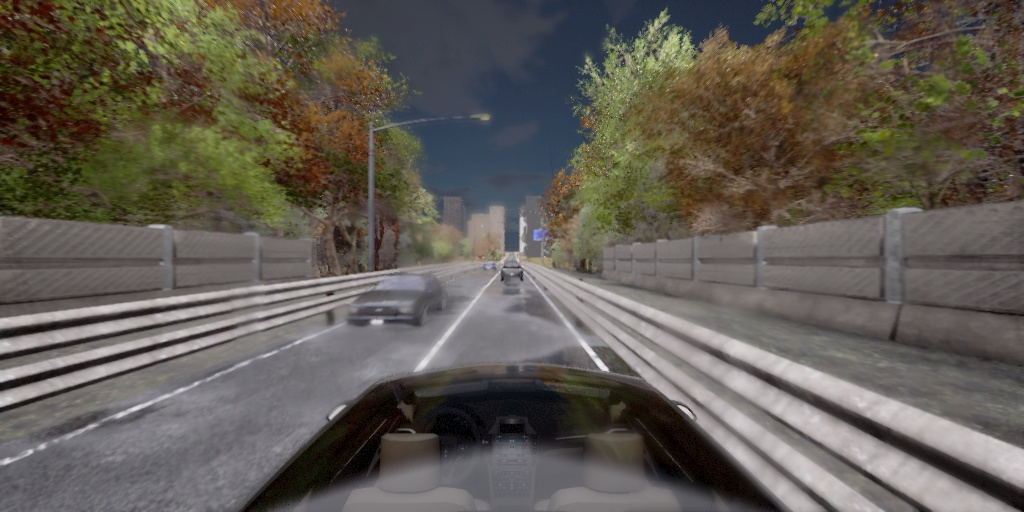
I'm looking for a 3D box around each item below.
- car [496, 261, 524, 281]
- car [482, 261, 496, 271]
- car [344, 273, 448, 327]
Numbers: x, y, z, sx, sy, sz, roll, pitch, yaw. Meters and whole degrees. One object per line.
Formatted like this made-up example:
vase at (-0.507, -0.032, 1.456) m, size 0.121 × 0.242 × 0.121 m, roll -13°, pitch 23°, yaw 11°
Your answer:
car at (0.008, 1.232, 29.878) m, size 2.128 × 1.511 × 4.902 m, roll 0°, pitch 0°, yaw 0°
car at (-3.297, 1.470, 53.065) m, size 1.812 × 1.442 × 4.674 m, roll 0°, pitch -1°, yaw 1°
car at (-3.347, 1.264, 11.604) m, size 2.033 × 1.411 × 5.357 m, roll 0°, pitch 0°, yaw 0°
